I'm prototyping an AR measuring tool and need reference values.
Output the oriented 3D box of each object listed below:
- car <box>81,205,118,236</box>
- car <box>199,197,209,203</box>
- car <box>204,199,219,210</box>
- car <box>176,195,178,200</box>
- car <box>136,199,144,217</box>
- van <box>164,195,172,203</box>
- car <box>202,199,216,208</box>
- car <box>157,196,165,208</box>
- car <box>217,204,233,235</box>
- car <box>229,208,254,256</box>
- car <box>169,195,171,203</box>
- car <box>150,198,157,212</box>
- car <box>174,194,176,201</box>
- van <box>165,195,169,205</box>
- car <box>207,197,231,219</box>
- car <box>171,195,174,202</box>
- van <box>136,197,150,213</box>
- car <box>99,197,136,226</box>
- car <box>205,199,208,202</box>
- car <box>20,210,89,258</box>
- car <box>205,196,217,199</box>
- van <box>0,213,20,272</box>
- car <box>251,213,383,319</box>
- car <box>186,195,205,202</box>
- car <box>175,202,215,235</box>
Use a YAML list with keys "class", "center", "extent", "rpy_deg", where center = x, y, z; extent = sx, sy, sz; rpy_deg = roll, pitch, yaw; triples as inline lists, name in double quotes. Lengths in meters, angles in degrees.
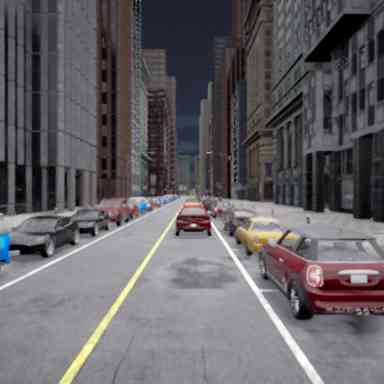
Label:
- class: "car"
  center: [-5.792, 1.631, 18.666]
  extent: [1.947, 1.339, 4.313]
  rpy_deg: [0, 0, 0]
- class: "car"
  center: [2.652, 1.829, 75.051]
  extent: [1.947, 1.339, 4.313]
  rpy_deg: [0, 0, 0]
- class: "car"
  center: [2.692, 1.707, 46.871]
  extent: [1.887, 1.381, 4.507]
  rpy_deg: [0, 0, 0]
- class: "car"
  center: [-5.898, 1.645, 91.943]
  extent: [2.192, 1.841, 5.009]
  rpy_deg: [0, 0, 0]
- class: "car"
  center: [-5.808, 1.649, 29.940]
  extent: [1.887, 1.381, 4.507]
  rpy_deg: [0, 0, 0]
- class: "van"
  center: [-5.882, 1.627, 80.670]
  extent: [1.690, 1.788, 3.998]
  rpy_deg: [0, 0, 0]
- class: "car"
  center: [2.684, 1.748, 52.507]
  extent: [1.947, 1.339, 4.313]
  rpy_deg: [0, 0, 0]
- class: "car"
  center: [-5.841, 1.623, 52.487]
  extent: [1.967, 1.590, 4.097]
  rpy_deg: [0, 0, 0]
- class: "car"
  center: [2.733, 1.615, 18.689]
  extent: [2.008, 1.369, 4.403]
  rpy_deg: [0, 0, 0]
- class: "car"
  center: [2.740, 1.571, 13.223]
  extent: [1.752, 1.417, 4.829]
  rpy_deg: [0, 0, 0]
- class: "car"
  center: [-5.865, 1.767, 69.226]
  extent: [1.752, 1.417, 4.829]
  rpy_deg: [0, 0, 0]
- class: "car"
  center: [-5.825, 1.583, 41.213]
  extent: [1.967, 1.590, 4.097]
  rpy_deg: [0, 0, 0]
- class: "car"
  center: [-5.890, 1.748, 86.306]
  extent: [1.967, 1.590, 4.097]
  rpy_deg: [0, 0, 0]
- class: "van"
  center: [-5.857, 1.563, 63.760]
  extent: [1.690, 1.788, 3.998]
  rpy_deg: [0, 0, 0]
- class: "car"
  center: [2.716, 1.544, 29.961]
  extent: [1.967, 1.590, 4.097]
  rpy_deg: [0, 0, 0]
- class: "car"
  center: [-5.873, 1.814, 75.032]
  extent: [2.008, 1.369, 4.403]
  rpy_deg: [0, 0, 0]
- class: "van"
  center: [-5.817, 1.465, 35.577]
  extent: [1.690, 1.788, 3.998]
  rpy_deg: [0, 0, 0]
- class: "car"
  center: [-5.801, 1.400, 24.303]
  extent: [2.192, 1.841, 5.009]
  rpy_deg: [0, 0, 0]
- class: "car"
  center: [2.709, 1.689, 35.598]
  extent: [1.947, 1.339, 4.313]
  rpy_deg: [0, 0, 0]
- class: "car"
  center: [-5.784, 1.612, 13.029]
  extent: [1.947, 1.339, 4.313]
  rpy_deg: [0, 0, 0]
- class: "car"
  center: [2.700, 1.458, 41.235]
  extent: [2.192, 1.841, 5.009]
  rpy_deg: [0, 0, 0]
- class: "van"
  center: [-5.777, 1.367, 7.393]
  extent: [1.690, 1.788, 3.998]
  rpy_deg: [0, 0, 0]
- class: "car"
  center: [2.748, 1.466, 7.417]
  extent: [1.967, 1.590, 4.097]
  rpy_deg: [0, 0, 0]
- class: "car"
  center: [0.047, 1.479, 36.762]
  extent: [2.097, 1.767, 4.553]
  rpy_deg: [0, 0, 0]
- class: "car"
  center: [0.072, 1.544, 19.219]
  extent: [1.882, 1.535, 5.008]
  rpy_deg: [0, 0, 0]
